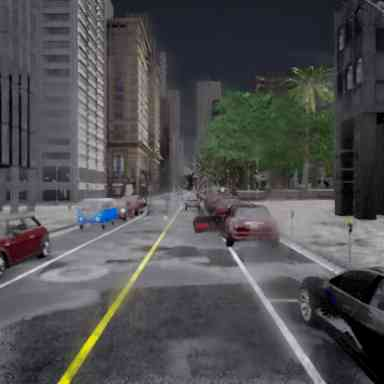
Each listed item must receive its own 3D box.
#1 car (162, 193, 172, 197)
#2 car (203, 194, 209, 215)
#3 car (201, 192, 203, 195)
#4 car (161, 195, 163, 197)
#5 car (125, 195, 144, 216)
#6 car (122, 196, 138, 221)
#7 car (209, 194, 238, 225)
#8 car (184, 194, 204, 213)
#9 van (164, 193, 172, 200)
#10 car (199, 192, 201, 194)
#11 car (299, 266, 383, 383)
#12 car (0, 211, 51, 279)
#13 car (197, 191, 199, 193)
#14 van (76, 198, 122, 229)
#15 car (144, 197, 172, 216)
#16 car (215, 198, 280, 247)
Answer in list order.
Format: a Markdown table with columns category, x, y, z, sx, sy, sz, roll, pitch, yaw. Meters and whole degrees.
| category | x | y | z | sx | sy | sz | roll | pitch | yaw |
| --- | --- | --- | --- | --- | --- | --- | --- | --- | --- |
| car | -5.785 | 1.079 | 74.589 | 2.192 | 1.841 | 5.009 | 0 | 0 | 0 |
| car | 2.751 | 1.218 | 37.040 | 2.192 | 1.841 | 5.009 | 0 | 0 | 0 |
| car | 2.748 | 1.184 | 48.014 | 2.192 | 1.841 | 5.009 | 0 | 0 | 0 |
| car | -5.778 | 1.435 | 48.031 | 1.947 | 1.339 | 4.313 | 0 | 0 | 0 |
| car | -5.773 | 1.233 | 31.566 | 2.192 | 1.841 | 5.009 | 0 | 0 | 0 |
| car | -5.771 | 1.372 | 26.078 | 1.967 | 1.590 | 4.097 | 0 | 0 | 0 |
| car | 2.754 | 1.247 | 26.067 | 2.192 | 1.841 | 5.009 | 0 | 0 | 0 |
| car | 0.054 | 1.380 | 41.434 | 2.128 | 1.511 | 4.902 | 0 | 0 | 0 |
| van | -5.787 | 1.082 | 80.009 | 1.690 | 1.788 | 3.998 | 0 | 0 | 0 |
| car | 2.740 | 1.330 | 74.574 | 1.947 | 1.339 | 4.313 | 0 | 0 | 0 |
| car | 2.761 | 1.555 | 4.121 | 1.947 | 1.339 | 4.313 | 0 | 0 | 0 |
| car | -5.766 | 1.415 | 9.616 | 1.967 | 1.590 | 4.097 | 0 | 0 | 0 |
| car | 2.737 | 1.156 | 85.413 | 1.967 | 1.590 | 4.097 | 0 | 0 | 0 |
| van | -5.770 | 1.287 | 20.590 | 1.690 | 1.788 | 3.998 | 0 | 0 | 0 |
| car | -3.106 | 1.443 | 31.632 | 1.812 | 1.442 | 4.674 | 0 | 0 | 0 |
| car | 2.384 | 1.313 | 14.872 | 2.097 | 1.767 | 4.553 | 0 | 0 | 0 |
